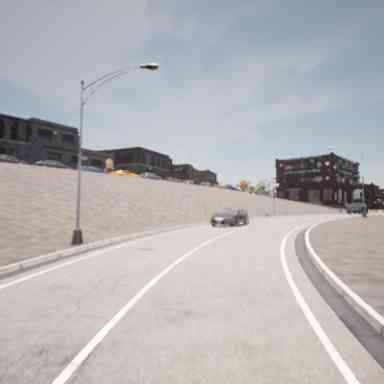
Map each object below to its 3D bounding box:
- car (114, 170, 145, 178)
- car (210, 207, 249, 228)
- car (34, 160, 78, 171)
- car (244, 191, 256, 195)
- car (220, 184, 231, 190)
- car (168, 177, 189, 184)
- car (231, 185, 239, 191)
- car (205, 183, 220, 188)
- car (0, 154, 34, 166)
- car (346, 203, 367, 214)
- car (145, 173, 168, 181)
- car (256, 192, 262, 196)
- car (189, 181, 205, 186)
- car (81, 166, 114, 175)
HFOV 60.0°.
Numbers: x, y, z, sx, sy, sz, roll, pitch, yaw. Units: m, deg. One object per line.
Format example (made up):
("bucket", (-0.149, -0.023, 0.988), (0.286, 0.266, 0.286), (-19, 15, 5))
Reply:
("car", (-9.946, -2.404, 49.246), (2.097, 1.535, 5.008), (-3, -5, 39))
("car", (3.009, 1.912, 26.089), (2.128, 1.511, 4.902), (-2, -2, 27))
("car", (-16.961, -3.026, 40.671), (2.231, 1.521, 4.892), (-3, -5, 41))
("car", (14.300, 0.529, 86.362), (2.002, 1.452, 4.674), (-2, -5, 29))
("car", (5.966, -0.859, 72.010), (2.185, 1.767, 4.553), (-2, -5, 32))
("car", (-3.224, -1.719, 58.243), (2.163, 1.488, 4.792), (-2, -5, 36))
("car", (8.887, -0.598, 76.795), (2.435, 2.045, 5.566), (-2, -5, 31))
("car", (2.944, -1.095, 67.257), (2.231, 1.521, 4.892), (-2, -5, 34))
("car", (-20.575, -3.310, 36.508), (2.231, 1.521, 4.892), (-3, -5, 41))
("car", (29.045, 2.886, 58.513), (2.150, 2.045, 5.566), (-3, -4, 42))
("car", (-6.592, -2.210, 53.632), (2.185, 1.767, 4.553), (-3, -5, 37))
("car", (16.879, 0.987, 91.247), (2.002, 1.452, 4.674), (-2, -6, 27))
("car", (-0.064, -1.382, 62.756), (2.002, 1.452, 4.674), (-2, -5, 35))
("car", (-13.407, -2.680, 44.918), (2.002, 1.452, 4.674), (-3, -5, 40))
